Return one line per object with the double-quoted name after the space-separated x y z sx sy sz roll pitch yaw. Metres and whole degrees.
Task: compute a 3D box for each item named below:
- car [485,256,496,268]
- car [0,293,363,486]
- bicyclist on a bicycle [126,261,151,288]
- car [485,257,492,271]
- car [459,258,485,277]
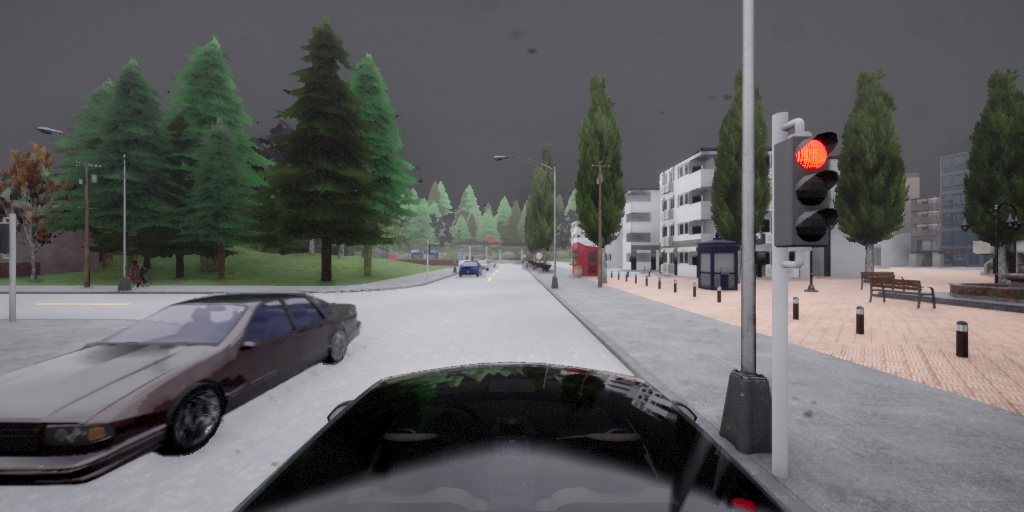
-3.946 0.998 63.590 2.150 2.045 5.566 0 0 0 "car"
-4.099 1.298 5.329 2.033 1.411 5.357 0 0 0 "car"
-22.136 1.099 21.184 0.582 1.620 1.656 0 0 0 "bicyclist on a bicycle"
-4.061 1.276 48.190 1.812 1.442 4.674 0 0 0 "car"
-4.087 1.228 35.875 1.882 1.535 5.008 0 0 0 "car"
